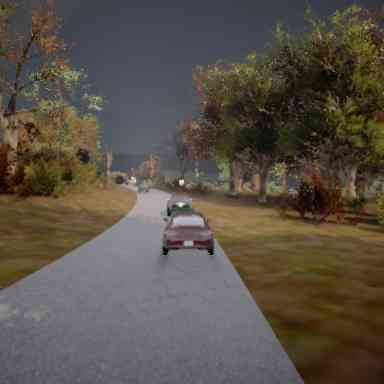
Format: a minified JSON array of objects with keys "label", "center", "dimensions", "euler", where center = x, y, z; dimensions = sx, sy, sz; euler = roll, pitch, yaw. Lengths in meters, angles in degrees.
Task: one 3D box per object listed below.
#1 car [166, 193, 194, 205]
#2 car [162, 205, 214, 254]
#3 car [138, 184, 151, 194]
[{"label":"car","center":[-1.029,0.937,27.393],"dimensions":[2.097,1.767,4.553],"euler":[1,2,-5]},{"label":"car","center":[-0.172,1.474,13.164],"dimensions":[1.812,1.442,4.674],"euler":[0,1,-2]},{"label":"car","center":[-8.219,-0.574,56.868],"dimensions":[1.837,1.490,4.892],"euler":[2,3,-11]}]
